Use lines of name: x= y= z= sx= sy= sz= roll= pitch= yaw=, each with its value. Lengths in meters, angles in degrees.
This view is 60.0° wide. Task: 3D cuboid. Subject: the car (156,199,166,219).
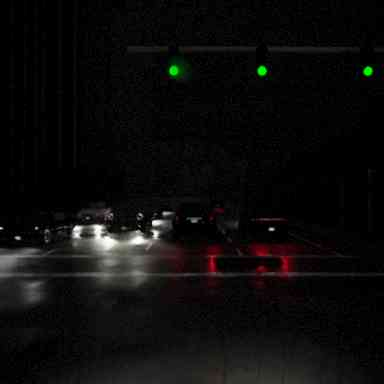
car: x=-3.572 y=1.484 z=28.881 sx=1.837 sy=1.490 sz=4.892 roll=0 pitch=0 yaw=0

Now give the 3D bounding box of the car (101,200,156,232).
car: x=-3.593 y=1.328 z=19.780 sx=2.097 sy=1.767 sz=4.553 roll=0 pitch=0 yaw=0

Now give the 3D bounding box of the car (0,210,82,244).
car: x=-7.096 y=1.574 z=15.787 sx=1.895 sy=1.301 sz=4.718 roll=0 pitch=0 yaw=0

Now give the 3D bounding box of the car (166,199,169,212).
car: x=-3.497 y=1.530 z=39.290 sx=2.033 sy=1.411 sz=5.357 roll=0 pitch=0 yaw=0

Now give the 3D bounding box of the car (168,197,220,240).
car: x=0.102 y=1.330 z=17.051 sx=2.097 sy=1.767 sz=4.553 roll=0 pitch=0 yaw=0

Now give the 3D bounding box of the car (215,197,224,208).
car: x=3.504 y=1.495 z=47.132 sx=1.837 sy=1.490 sz=4.892 roll=0 pitch=0 yaw=0

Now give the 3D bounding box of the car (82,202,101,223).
car: x=-7.083 y=1.501 z=24.943 sx=1.812 sy=1.442 sz=4.674 roll=0 pitch=0 yaw=0

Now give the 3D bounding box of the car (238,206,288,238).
car: x=3.602 y=1.472 z=17.468 sx=2.128 sy=1.511 sz=4.902 roll=0 pitch=0 yaw=0

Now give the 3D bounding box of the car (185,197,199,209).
car: x=0.004 y=1.465 z=47.120 sx=1.882 sy=1.535 sz=5.008 roll=0 pitch=0 yaw=0

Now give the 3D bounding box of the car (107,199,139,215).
car: x=-7.033 y=1.526 z=34.529 sx=2.033 sy=1.411 sz=5.357 roll=0 pitch=0 yaw=1
